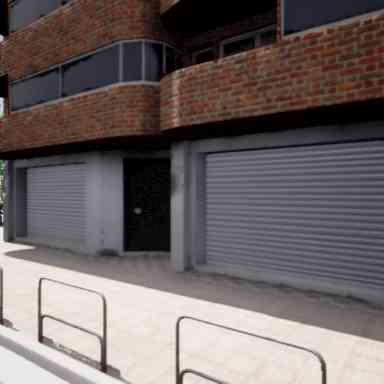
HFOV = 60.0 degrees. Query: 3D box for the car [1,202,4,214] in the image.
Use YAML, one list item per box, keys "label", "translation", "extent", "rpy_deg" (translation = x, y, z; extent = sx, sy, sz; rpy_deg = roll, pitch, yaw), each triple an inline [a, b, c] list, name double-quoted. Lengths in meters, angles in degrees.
- label: "car"
  translation: [-18.334, 1.263, 34.498]
  extent: [2.097, 1.767, 4.553]
  rpy_deg: [0, 0, 41]
